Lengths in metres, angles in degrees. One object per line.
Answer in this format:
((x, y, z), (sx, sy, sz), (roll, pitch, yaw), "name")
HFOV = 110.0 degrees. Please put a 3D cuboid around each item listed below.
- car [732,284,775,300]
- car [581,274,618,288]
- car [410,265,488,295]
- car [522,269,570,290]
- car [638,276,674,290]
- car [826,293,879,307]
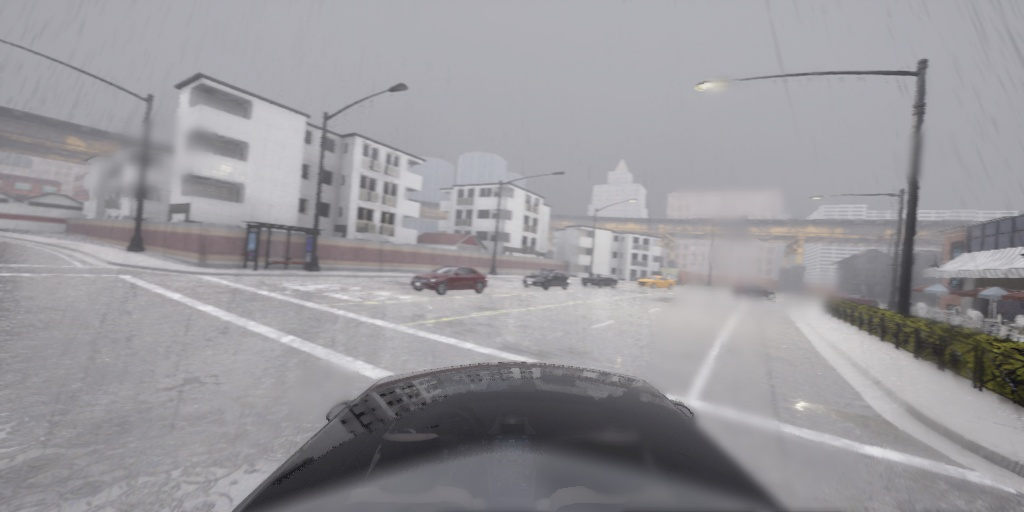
((26.599, 3.903, 39.437), (4.892, 1.490, 1.837), (5, -1, -19), "car")
((8.666, 2.442, 35.420), (1.895, 1.301, 4.718), (4, -1, 39), "car")
((-3.115, 1.188, 18.829), (1.812, 1.442, 4.674), (4, -1, 34), "car")
((2.681, 1.736, 27.186), (2.128, 1.511, 4.902), (4, -1, 35), "car")
((17.297, 3.132, 43.042), (5.008, 1.535, 1.882), (4, 0, -30), "car")
((38.138, 4.905, 40.244), (4.674, 1.442, 1.812), (4, -1, 8), "car")
